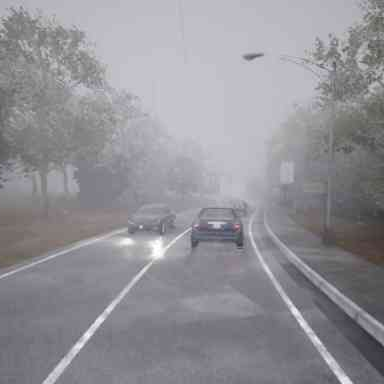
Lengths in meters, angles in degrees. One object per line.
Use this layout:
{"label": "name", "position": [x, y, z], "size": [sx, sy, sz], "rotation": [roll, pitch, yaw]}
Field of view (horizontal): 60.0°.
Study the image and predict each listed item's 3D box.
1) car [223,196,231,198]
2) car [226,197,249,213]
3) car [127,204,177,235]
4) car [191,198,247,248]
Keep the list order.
{"label": "car", "position": [6.129, 1.413, 58.291], "size": [2.128, 1.511, 4.902], "rotation": [1, 0, 10]}
{"label": "car", "position": [4.924, 1.540, 34.934], "size": [2.033, 1.411, 5.357], "rotation": [1, 0, 13]}
{"label": "car", "position": [-2.079, 1.438, 18.392], "size": [1.837, 1.490, 4.892], "rotation": [1, 0, 9]}
{"label": "car", "position": [1.214, 1.340, 14.985], "size": [2.097, 1.767, 4.553], "rotation": [1, 0, 7]}
